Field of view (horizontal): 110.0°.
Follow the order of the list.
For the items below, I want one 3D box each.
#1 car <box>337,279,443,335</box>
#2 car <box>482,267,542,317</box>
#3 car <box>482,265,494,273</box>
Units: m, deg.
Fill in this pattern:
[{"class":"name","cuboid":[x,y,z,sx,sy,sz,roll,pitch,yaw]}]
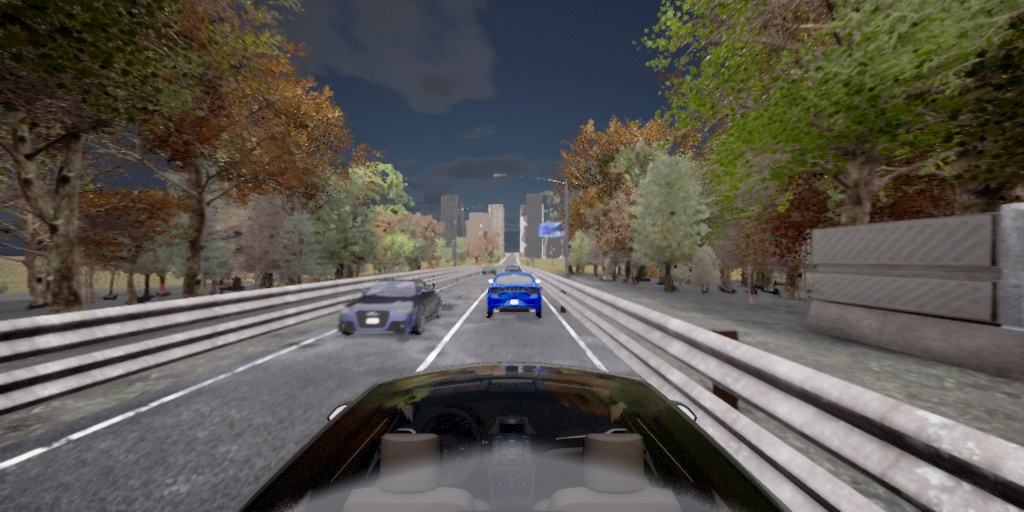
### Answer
[{"class":"car","cuboid":[-3.347,1.385,10.598,1.994,1.385,4.181,0,-1,0]},{"class":"car","cuboid":[0.085,1.333,13.833,1.882,1.535,5.008,0,-1,0]},{"class":"car","cuboid":[-3.317,2.011,51.896,1.837,1.490,4.892,0,-1,0]}]
